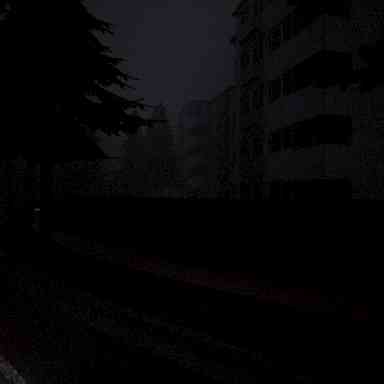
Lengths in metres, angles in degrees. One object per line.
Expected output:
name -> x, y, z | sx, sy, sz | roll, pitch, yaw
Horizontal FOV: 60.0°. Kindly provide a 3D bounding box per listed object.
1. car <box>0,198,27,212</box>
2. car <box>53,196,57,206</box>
car -> -20.175, 1.564, 38.800 | 1.994, 1.385, 4.181 | 0, 0, 2
car -> -19.145, 1.352, 49.160 | 2.097, 1.767, 4.553 | 0, 0, 16
